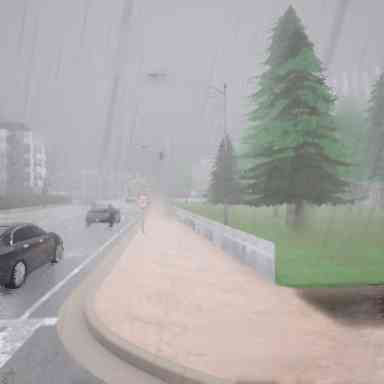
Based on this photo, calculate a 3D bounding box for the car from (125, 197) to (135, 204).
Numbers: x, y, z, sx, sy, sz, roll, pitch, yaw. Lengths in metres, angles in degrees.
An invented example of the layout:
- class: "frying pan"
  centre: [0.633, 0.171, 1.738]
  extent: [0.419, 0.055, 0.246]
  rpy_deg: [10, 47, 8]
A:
- class: "car"
  centre: [-14.372, 1.923, 76.908]
  extent: [1.837, 1.490, 4.892]
  rpy_deg: [0, 0, -5]

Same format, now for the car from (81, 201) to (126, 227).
- class: "car"
  centre: [-6.386, 1.645, 24.193]
  extent: [2.128, 1.511, 4.902]
  rpy_deg: [0, 0, -4]

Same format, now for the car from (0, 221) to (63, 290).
- class: "car"
  centre: [-5.122, 1.581, 9.245]
  extent: [1.837, 1.490, 4.892]
  rpy_deg: [0, 0, -4]

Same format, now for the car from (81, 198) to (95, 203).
- class: "car"
  centre: [-20.442, 1.974, 65.616]
  extent: [2.033, 1.411, 5.357]
  rpy_deg: [0, 0, -5]
